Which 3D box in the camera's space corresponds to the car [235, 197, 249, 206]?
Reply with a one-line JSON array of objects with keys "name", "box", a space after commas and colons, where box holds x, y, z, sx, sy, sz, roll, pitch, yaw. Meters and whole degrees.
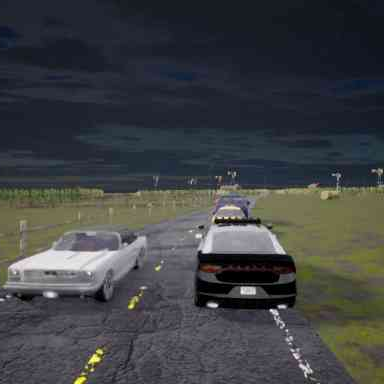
[{"name": "car", "box": [8.118, 1.506, 53.628, 1.994, 1.385, 4.181, 0, 0, 12]}]

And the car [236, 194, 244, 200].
[{"name": "car", "box": [13.063, 1.413, 90.849, 1.812, 1.442, 4.674, 0, 0, 12]}]

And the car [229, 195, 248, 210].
[{"name": "car", "box": [6.190, 1.308, 43.886, 2.097, 1.767, 4.553, 0, 0, 12]}]

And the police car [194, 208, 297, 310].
[{"name": "police car", "box": [1.087, 1.423, 8.071, 1.930, 1.638, 5.238, 0, 0, 4]}]

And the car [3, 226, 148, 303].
[{"name": "car", "box": [-2.486, 1.598, 8.378, 1.895, 1.301, 4.718, 0, 0, 4]}]

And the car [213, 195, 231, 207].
[{"name": "car", "box": [4.604, 1.300, 50.392, 2.097, 1.767, 4.553, 0, 0, 12]}]

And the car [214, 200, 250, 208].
[{"name": "car", "box": [2.048, 1.443, 17.952, 1.801, 1.575, 5.366, 0, 0, 7]}]

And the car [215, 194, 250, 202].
[{"name": "car", "box": [2.915, 1.206, 23.636, 2.150, 2.045, 5.566, 0, 0, 10]}]
